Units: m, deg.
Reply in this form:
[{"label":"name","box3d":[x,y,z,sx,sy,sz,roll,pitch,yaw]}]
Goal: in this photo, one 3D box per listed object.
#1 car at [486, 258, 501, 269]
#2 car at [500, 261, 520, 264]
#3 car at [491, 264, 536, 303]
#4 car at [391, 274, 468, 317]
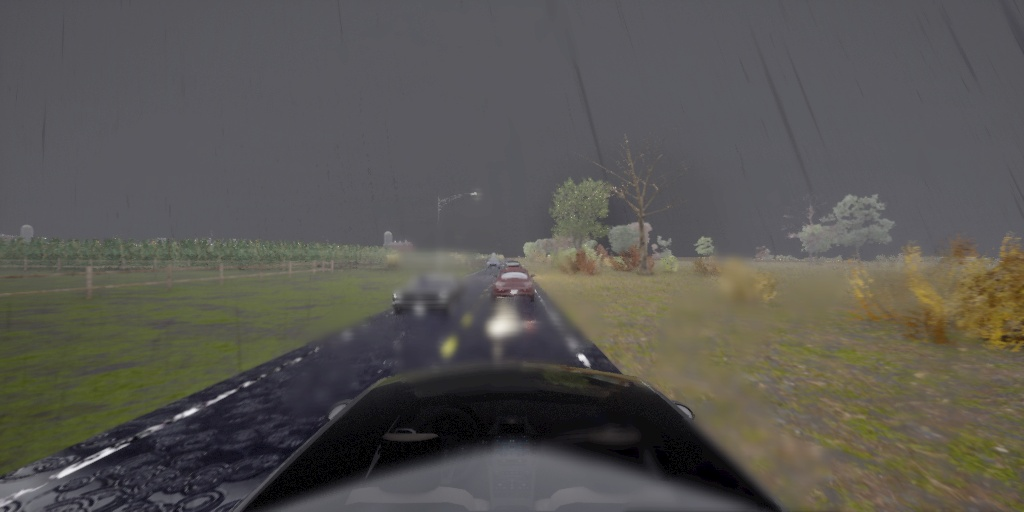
[{"label":"car","box3d":[-2.814,1.103,55.452,2.097,1.767,4.553,0,0,0]},{"label":"car","box3d":[0.099,1.244,34.914,1.837,1.490,4.892,0,0,0]},{"label":"car","box3d":[0.100,1.270,16.603,1.812,1.442,4.674,0,0,0]},{"label":"car","box3d":[-2.851,1.346,13.302,1.895,1.301,4.718,0,0,0]}]
